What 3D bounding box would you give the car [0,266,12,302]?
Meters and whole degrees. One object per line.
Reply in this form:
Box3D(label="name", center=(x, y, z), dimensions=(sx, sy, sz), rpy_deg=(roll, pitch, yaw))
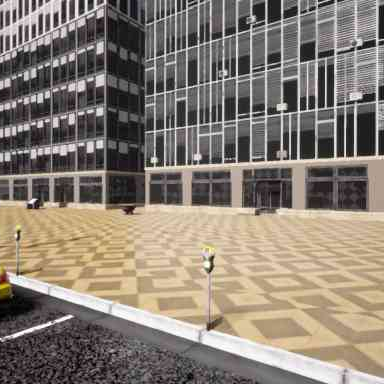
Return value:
Box3D(label="car", center=(-5.565, 1.526, 6.835), dimensions=(4.829, 1.417, 1.752), rpy_deg=(0, 0, 35))
